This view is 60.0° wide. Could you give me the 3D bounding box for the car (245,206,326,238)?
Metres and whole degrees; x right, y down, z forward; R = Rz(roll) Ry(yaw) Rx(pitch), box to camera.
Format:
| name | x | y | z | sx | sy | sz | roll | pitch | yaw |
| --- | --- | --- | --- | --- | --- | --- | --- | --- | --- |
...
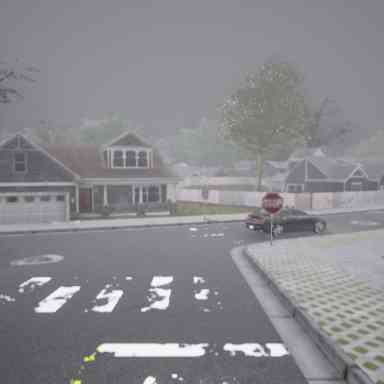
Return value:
| name | x | y | z | sx | sy | sz | roll | pitch | yaw |
| --- | --- | --- | --- | --- | --- | --- | --- | --- | --- |
| car | 5.185 | 1.516 | 18.197 | 4.892 | 1.490 | 1.837 | -1 | 4 | -28 |
